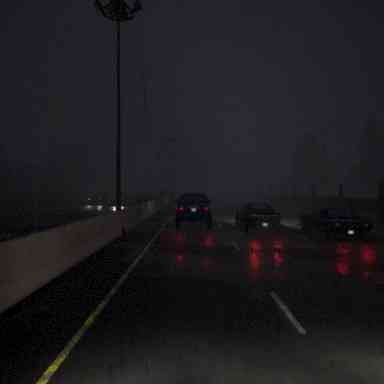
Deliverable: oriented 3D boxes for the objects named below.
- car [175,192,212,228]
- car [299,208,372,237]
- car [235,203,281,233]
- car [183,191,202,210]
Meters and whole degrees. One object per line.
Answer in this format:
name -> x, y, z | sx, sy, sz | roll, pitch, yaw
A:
car -> 0.099, 1.077, 21.310 | 2.150, 2.045, 5.566 | 0, 0, 0
car -> 7.099, 1.485, 17.083 | 1.895, 1.301, 4.718 | 0, 0, 0
car -> 3.599, 1.364, 18.764 | 2.128, 1.511, 4.902 | 0, 0, 0
car -> 0.097, 0.950, 40.470 | 2.150, 2.045, 5.566 | 0, 1, 0
